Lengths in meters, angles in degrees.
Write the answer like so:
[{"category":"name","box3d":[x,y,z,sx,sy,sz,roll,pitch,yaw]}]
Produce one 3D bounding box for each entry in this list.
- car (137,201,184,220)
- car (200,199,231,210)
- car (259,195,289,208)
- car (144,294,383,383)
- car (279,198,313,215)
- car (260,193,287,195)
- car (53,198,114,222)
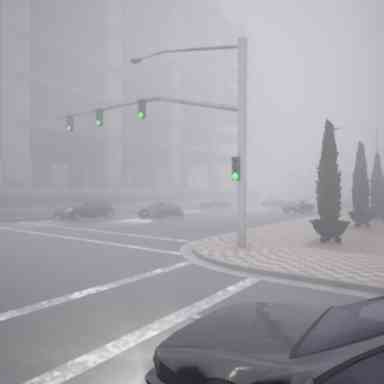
[{"category":"car","box3d":[-2.539,1.470,27.434,1.994,1.385,4.181,0,0,36]},{"category":"car","box3d":[2.887,1.489,40.939,1.895,1.301,4.718,0,0,36]},{"category":"car","box3d":[11.524,1.507,46.889,1.895,1.301,4.718,0,0,36]},{"category":"car","box3d":[2.150,1.550,2.428,5.357,1.411,2.033,0,0,36]},{"category":"car","box3d":[10.881,1.544,33.742,1.895,1.301,4.718,0,0,36]},{"category":"car","box3d":[13.593,1.412,55.623,1.882,1.535,5.008,0,0,36]},{"category":"car","box3d":[-8.227,1.242,25.527,2.097,1.767,4.553,0,0,36]}]
